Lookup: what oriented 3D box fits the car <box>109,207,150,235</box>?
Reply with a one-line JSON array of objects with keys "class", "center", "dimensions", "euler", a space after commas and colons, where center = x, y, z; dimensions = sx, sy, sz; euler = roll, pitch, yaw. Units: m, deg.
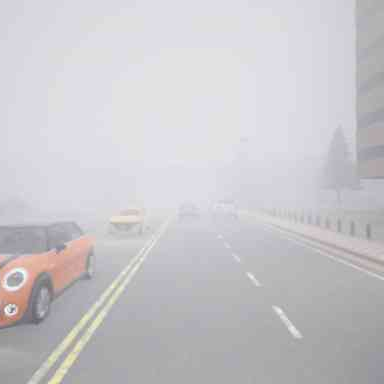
[{"class": "car", "center": [-3.778, 1.695, 20.722], "dimensions": [1.882, 1.535, 5.008], "euler": [0, -1, 0]}]

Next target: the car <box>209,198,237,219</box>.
[{"class": "car", "center": [3.188, 1.567, 33.340], "dimensions": [2.150, 2.045, 5.566], "euler": [0, -1, -1]}]

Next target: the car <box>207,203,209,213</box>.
[{"class": "car", "center": [3.055, 1.803, 43.501], "dimensions": [2.097, 1.767, 4.553], "euler": [0, -1, -1]}]

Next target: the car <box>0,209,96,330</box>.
[{"class": "car", "center": [-3.678, 1.429, 7.268], "dimensions": [2.097, 1.767, 4.553], "euler": [0, -1, -1]}]

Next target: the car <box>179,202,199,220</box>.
[{"class": "car", "center": [-0.293, 1.932, 31.774], "dimensions": [1.895, 1.301, 4.718], "euler": [0, -1, -1]}]

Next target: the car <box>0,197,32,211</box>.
[{"class": "car", "center": [-21.560, 1.586, 40.802], "dimensions": [1.932, 1.855, 4.605], "euler": [0, -1, -1]}]
